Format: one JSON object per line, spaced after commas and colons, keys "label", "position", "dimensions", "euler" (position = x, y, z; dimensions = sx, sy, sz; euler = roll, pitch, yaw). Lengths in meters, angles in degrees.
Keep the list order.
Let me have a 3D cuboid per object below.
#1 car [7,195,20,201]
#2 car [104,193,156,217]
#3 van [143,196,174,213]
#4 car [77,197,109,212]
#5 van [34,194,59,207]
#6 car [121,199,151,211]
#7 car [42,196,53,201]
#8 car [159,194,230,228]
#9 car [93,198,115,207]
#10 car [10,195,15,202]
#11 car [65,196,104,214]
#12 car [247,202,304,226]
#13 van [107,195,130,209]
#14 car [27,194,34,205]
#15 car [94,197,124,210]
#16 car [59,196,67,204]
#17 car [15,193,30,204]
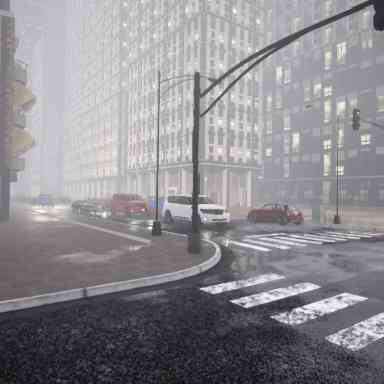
{"label": "car", "position": [-40.063, 1.377, 74.499], "dimensions": [2.008, 1.369, 4.403], "euler": [1, -1, -35]}
{"label": "car", "position": [-5.687, 1.155, 30.310], "dimensions": [2.150, 2.045, 5.566], "euler": [1, -1, -35]}
{"label": "van", "position": [-3.895, 1.382, 37.804], "dimensions": [1.690, 1.788, 3.998], "euler": [1, -1, -35]}
{"label": "car", "position": [-11.536, 1.412, 38.605], "dimensions": [2.128, 1.511, 4.902], "euler": [1, -1, -35]}
{"label": "van", "position": [-20.513, 1.197, 46.815], "dimensions": [1.690, 1.788, 3.998], "euler": [1, -1, -35]}
{"label": "car", "position": [-7.156, 1.584, 42.416], "dimensions": [2.008, 1.369, 4.403], "euler": [1, -1, -35]}
{"label": "car", "position": [-36.478, 1.570, 83.946], "dimensions": [1.802, 1.307, 4.206], "euler": [1, -1, -35]}
{"label": "car", "position": [0.092, 1.170, 22.122], "dimensions": [2.150, 2.045, 5.566], "euler": [1, -1, -35]}
{"label": "car", "position": [-13.673, 1.586, 51.645], "dimensions": [1.947, 1.339, 4.313], "euler": [1, -1, -35]}
{"label": "car", "position": [-36.806, 1.396, 69.885], "dimensions": [1.947, 1.339, 4.313], "euler": [1, -1, -35]}
{"label": "car", "position": [-10.744, 1.427, 32.970], "dimensions": [2.008, 1.369, 4.403], "euler": [1, -1, -35]}
{"label": "car", "position": [5.877, 1.505, 23.960], "dimensions": [1.967, 1.590, 4.097], "euler": [1, -1, -35]}
{"label": "van", "position": [-10.410, 1.368, 47.033], "dimensions": [1.690, 1.788, 3.998], "euler": [1, -1, -35]}
{"label": "car", "position": [-23.775, 1.432, 51.427], "dimensions": [1.802, 1.307, 4.206], "euler": [1, -1, -35]}
{"label": "car", "position": [-10.858, 1.471, 43.168], "dimensions": [2.128, 1.511, 4.902], "euler": [1, -1, -35]}
{"label": "car", "position": [-24.021, 1.434, 61.814], "dimensions": [1.882, 1.535, 5.008], "euler": [1, -1, -35]}
{"label": "car", "position": [-30.287, 1.155, 60.659], "dimensions": [2.192, 1.841, 5.009], "euler": [1, -1, -35]}
